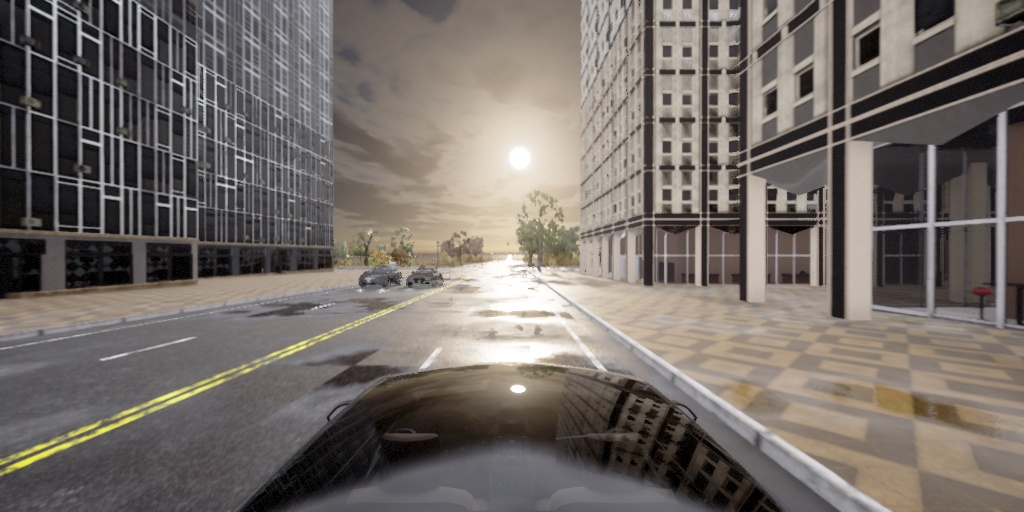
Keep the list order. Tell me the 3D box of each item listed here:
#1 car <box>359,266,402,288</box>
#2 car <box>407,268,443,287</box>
[{"bbox_3d":[-9.819,1.533,27.053,2.128,1.511,4.902,0,-1,0],"label":"car"},{"bbox_3d":[-6.569,1.609,27.340,1.994,1.385,4.181,0,-1,0],"label":"car"}]
